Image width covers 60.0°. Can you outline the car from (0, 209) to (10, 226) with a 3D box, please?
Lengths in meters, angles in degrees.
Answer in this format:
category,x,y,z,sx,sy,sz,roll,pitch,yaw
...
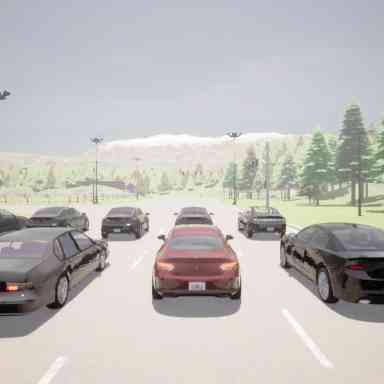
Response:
category,x,y,z,sx,sy,sz,roll,pitch,yaw
car,-6.907,1.221,7.695,2.150,2.045,5.566,0,0,0

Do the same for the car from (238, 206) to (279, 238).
category,x,y,z,sx,sy,sz,roll,pitch,yaw
car,3.595,1.492,17.678,2.128,1.511,4.902,0,0,0

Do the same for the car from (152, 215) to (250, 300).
category,x,y,z,sx,sy,sz,roll,pitch,yaw
car,0.095,1.526,8.278,1.812,1.442,4.674,0,0,0

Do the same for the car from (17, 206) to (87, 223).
category,x,y,z,sx,sy,sz,roll,pitch,yaw
car,-6.906,1.505,17.535,1.837,1.490,4.892,0,0,0

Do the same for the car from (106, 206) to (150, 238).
category,x,y,z,sx,sy,sz,roll,pitch,yaw
car,-3.406,1.505,17.524,1.837,1.490,4.892,0,0,0

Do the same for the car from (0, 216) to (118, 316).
category,x,y,z,sx,sy,sz,roll,pitch,yaw
car,-3.405,1.547,7.782,2.033,1.411,5.357,0,0,0

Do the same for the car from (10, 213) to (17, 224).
category,x,y,z,sx,sy,sz,roll,pitch,yaw
car,-10.406,1.547,17.035,2.033,1.411,5.357,0,0,0

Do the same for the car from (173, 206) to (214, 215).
category,x,y,z,sx,sy,sz,roll,pitch,yaw
car,0.094,1.505,17.523,1.837,1.490,4.892,0,0,0

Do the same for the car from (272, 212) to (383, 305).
category,x,y,z,sx,sy,sz,roll,pitch,yaw
car,3.599,1.478,8.187,1.882,1.535,5.008,0,0,0
